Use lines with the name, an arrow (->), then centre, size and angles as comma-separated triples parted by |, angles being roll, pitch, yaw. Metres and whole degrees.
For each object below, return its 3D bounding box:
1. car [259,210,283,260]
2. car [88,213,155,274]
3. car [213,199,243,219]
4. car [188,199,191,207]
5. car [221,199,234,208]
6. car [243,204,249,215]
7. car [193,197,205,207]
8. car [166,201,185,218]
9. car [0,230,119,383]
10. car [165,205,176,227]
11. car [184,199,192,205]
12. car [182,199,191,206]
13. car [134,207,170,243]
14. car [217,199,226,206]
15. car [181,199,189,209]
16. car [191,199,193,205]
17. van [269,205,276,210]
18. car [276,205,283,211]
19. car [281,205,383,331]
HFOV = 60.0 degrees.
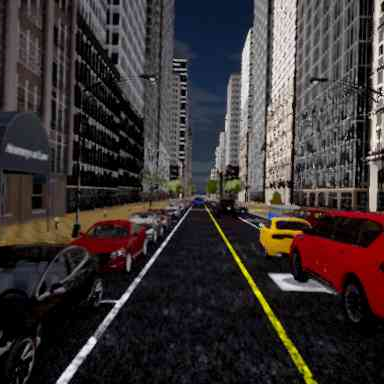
car -> 3.807, 1.748, 13.460 | 1.882, 1.535, 5.008 | 2, -1, 7
car -> -2.562, 1.601, 10.838 | 1.887, 1.381, 4.507 | 1, -1, 1
car -> 3.715, 1.744, 35.534 | 2.150, 2.045, 5.566 | 2, 0, 2
car -> -1.555, 2.197, 56.292 | 1.802, 1.307, 4.206 | 1, -1, 1
car -> 7.077, 2.301, 67.471 | 2.192, 1.841, 5.009 | 1, -1, 1
car -> 6.569, 2.258, 44.740 | 2.008, 1.369, 4.403 | 1, -1, 1
car -> 1.486, 2.095, 71.311 | 2.150, 2.045, 5.566 | 2, -1, 1
car -> -2.058, 1.887, 33.565 | 2.008, 1.369, 4.403 | 1, -1, 1
car -> -2.688, 1.553, 5.156 | 1.947, 1.339, 4.313 | 1, -1, 1
car -> -2.311, 1.779, 22.201 | 1.802, 1.307, 4.206 | 1, -1, 1
car -> -0.925, 2.528, 84.702 | 1.947, 1.339, 4.313 | 1, -1, 1
car -> -1.179, 2.347, 73.169 | 1.752, 1.417, 4.829 | 1, -1, 1
car -> -2.437, 1.677, 16.520 | 2.008, 1.369, 4.403 | 1, -1, 1
car -> 7.453, 2.634, 84.515 | 1.967, 1.590, 4.097 | 1, -1, 1
car -> -1.806, 2.027, 44.928 | 2.008, 1.369, 4.403 | 1, -1, 1
car -> -1.426, 2.125, 61.975 | 1.967, 1.590, 4.097 | 1, -1, 1
van -> 6.069, 1.769, 22.016 | 1.690, 1.788, 3.998 | 1, -1, 1
car -> 5.943, 1.673, 16.334 | 2.192, 1.841, 5.009 | 1, -1, 1
car -> 3.891, 1.419, 7.374 | 2.150, 2.045, 5.566 | 2, -1, 0
